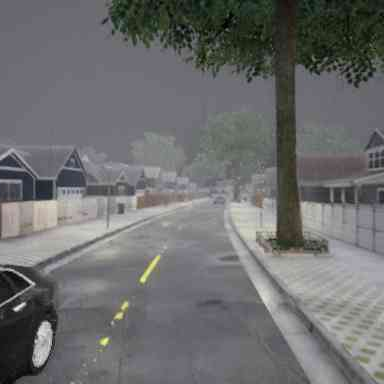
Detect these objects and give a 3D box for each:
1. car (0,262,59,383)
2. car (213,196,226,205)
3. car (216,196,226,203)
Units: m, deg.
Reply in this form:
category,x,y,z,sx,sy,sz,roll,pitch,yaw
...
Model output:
category,x,y,z,sx,sy,sz,roll,pitch,yaw
car,-2.784,1.496,2.779,1.837,1.490,4.892,0,0,1
car,4.957,1.558,60.794,1.994,1.385,4.181,0,0,7
car,6.127,1.502,70.797,1.994,1.385,4.181,0,0,7
